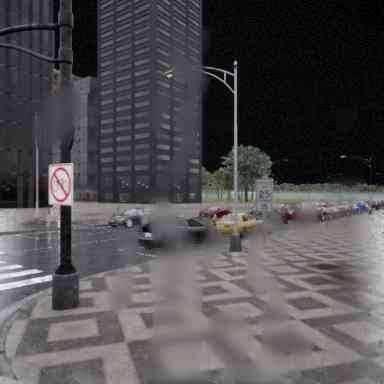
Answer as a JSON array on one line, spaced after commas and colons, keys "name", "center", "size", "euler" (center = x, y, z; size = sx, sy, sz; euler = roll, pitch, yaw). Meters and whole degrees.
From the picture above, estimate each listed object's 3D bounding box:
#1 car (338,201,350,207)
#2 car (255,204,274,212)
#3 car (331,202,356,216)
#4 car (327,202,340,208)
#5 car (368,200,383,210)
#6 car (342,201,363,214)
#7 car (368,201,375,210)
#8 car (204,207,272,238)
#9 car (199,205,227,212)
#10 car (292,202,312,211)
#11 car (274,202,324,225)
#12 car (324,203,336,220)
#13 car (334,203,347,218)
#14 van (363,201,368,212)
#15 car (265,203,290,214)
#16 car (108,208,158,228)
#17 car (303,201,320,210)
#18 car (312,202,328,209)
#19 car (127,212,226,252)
[{"name": "car", "center": [38.446, 3.036, 84.118], "size": [2.008, 1.369, 4.403], "euler": [-1, -1, 36]}, {"name": "car", "center": [8.939, 2.208, 42.776], "size": [2.008, 1.369, 4.403], "euler": [-1, -2, 36]}, {"name": "car", "center": [19.153, 2.303, 42.413], "size": [1.887, 1.381, 4.507], "euler": [-1, -2, 36]}, {"name": "car", "center": [31.889, 2.889, 74.931], "size": [1.802, 1.307, 4.206], "euler": [-1, -2, 36]}, {"name": "car", "center": [35.547, 2.538, 65.388], "size": [2.192, 1.841, 5.009], "euler": [-1, -2, 36]}, {"name": "car", "center": [22.431, 2.294, 47.009], "size": [1.967, 1.590, 4.097], "euler": [-1, -2, 36]}, {"name": "car", "center": [28.990, 2.591, 56.194], "size": [2.008, 1.369, 4.403], "euler": [-1, -2, 36]}, {"name": "car", "center": [2.859, 1.823, 19.582], "size": [1.752, 1.417, 4.829], "euler": [-1, -2, 36]}, {"name": "car", "center": [2.383, 2.015, 33.590], "size": [1.887, 1.381, 4.507], "euler": [-1, -2, 36]}, {"name": "car", "center": [18.775, 2.493, 56.557], "size": [2.008, 1.369, 4.403], "euler": [-1, -2, 36]}, {"name": "car", "center": [9.317, 1.791, 28.637], "size": [2.192, 1.841, 5.009], "euler": [-1, -2, 36]}, {"name": "car", "center": [12.596, 2.113, 33.225], "size": [1.887, 1.381, 4.507], "euler": [-1, -2, 36]}, {"name": "car", "center": [15.879, 2.245, 37.823], "size": [1.802, 1.307, 4.206], "euler": [-1, -2, 36]}, {"name": "van", "center": [25.710, 2.288, 51.605], "size": [1.690, 1.788, 3.998], "euler": [-1, -2, 36]}, {"name": "car", "center": [12.217, 2.304, 47.369], "size": [2.008, 1.369, 4.403], "euler": [-1, -2, 36]}, {"name": "car", "center": [-4.173, 1.840, 24.402], "size": [2.008, 1.369, 4.403], "euler": [-1, -1, 36]}, {"name": "car", "center": [22.053, 2.475, 61.153], "size": [1.967, 1.590, 4.097], "euler": [-1, -2, 36]}, {"name": "car", "center": [25.332, 2.671, 65.744], "size": [1.887, 1.381, 4.507], "euler": [-1, -2, 36]}, {"name": "car", "center": [-0.517, 1.774, 14.850], "size": [1.947, 1.339, 4.313], "euler": [-1, -2, 36]}]
